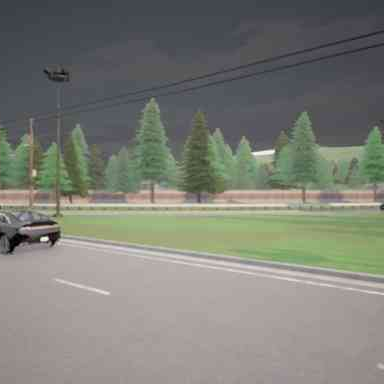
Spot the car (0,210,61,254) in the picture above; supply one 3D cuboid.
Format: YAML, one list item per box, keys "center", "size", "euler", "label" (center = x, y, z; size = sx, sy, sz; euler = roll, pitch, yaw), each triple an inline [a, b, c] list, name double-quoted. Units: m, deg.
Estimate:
- center: [-7.281, 1.485, 13.427]
  size: [4.902, 1.511, 2.128]
  euler: [0, 0, 36]
  label: "car"

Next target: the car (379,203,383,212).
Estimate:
- center: [23.335, 1.474, 36.881]
  size: [5.008, 1.535, 1.882]
  euler: [0, 0, -12]
  label: "car"
